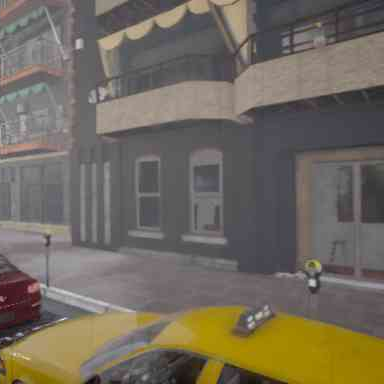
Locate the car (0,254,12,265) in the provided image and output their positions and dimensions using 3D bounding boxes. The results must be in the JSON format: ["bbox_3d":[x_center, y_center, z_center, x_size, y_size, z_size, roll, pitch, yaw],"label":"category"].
[{"bbox_3d":[-4.248,1.574,5.760,4.206,1.307,1.802,0,-1,36],"label":"car"}]

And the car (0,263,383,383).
[{"bbox_3d":[0.232,1.524,2.566,4.829,1.417,1.752,0,-1,36],"label":"car"}]
